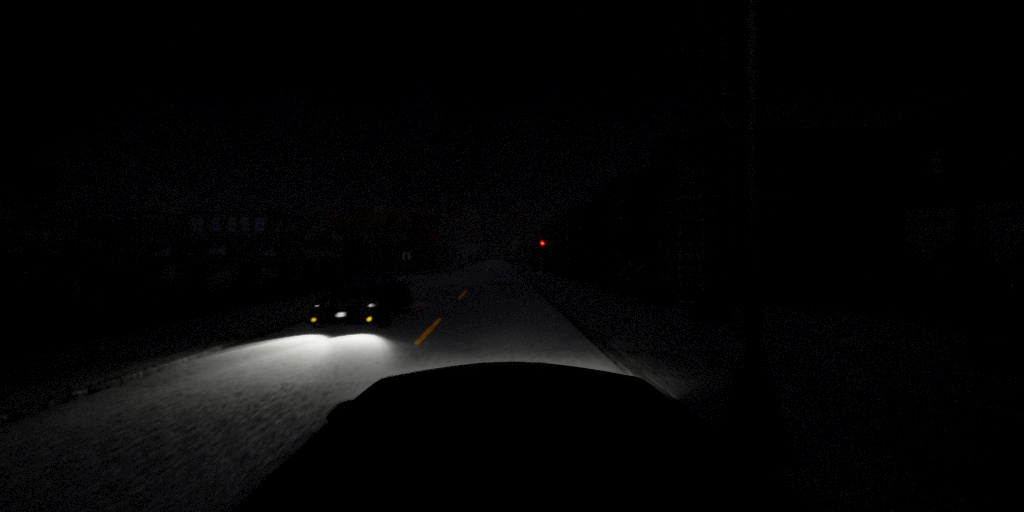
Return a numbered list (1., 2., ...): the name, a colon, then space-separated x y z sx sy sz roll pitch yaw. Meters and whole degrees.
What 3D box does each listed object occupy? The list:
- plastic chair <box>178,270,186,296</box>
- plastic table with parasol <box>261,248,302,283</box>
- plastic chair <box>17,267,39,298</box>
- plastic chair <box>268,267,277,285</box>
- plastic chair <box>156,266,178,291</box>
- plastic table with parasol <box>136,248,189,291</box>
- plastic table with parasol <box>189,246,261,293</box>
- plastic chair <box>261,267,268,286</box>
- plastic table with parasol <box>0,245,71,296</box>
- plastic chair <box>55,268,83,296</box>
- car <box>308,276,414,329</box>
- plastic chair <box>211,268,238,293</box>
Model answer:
1. plastic chair: -15.226 1.316 17.030 0.730 1.272 0.750 0 0 -42
2. plastic table with parasol: -14.847 0.773 22.269 2.482 2.480 2.482 0 0 -42
3. plastic chair: -22.126 1.278 16.151 0.750 1.272 0.730 0 0 -44
4. plastic chair: -14.076 1.374 21.275 0.750 1.272 0.730 0 0 -42
5. plastic chair: -19.269 1.364 20.098 0.750 1.272 0.730 0 0 -42
6. plastic table with parasol: -20.041 0.759 21.093 2.482 2.480 2.482 0 0 -42
7. plastic table with parasol: -14.256 0.738 17.797 2.482 2.480 2.482 0 0 -42
8. plastic chair: -13.251 1.335 18.576 0.730 1.272 0.750 0 0 -42
9. plastic table with parasol: -22.870 0.737 17.007 2.482 2.480 2.482 0 0 -44
10. plastic chair: -21.855 1.348 17.775 0.730 1.272 0.750 0 0 -42
11. car: -4.470 1.324 11.235 1.994 1.385 4.181 0 0 -2
12. plastic chair: -13.485 1.322 16.816 0.750 1.272 0.730 0 0 -42
